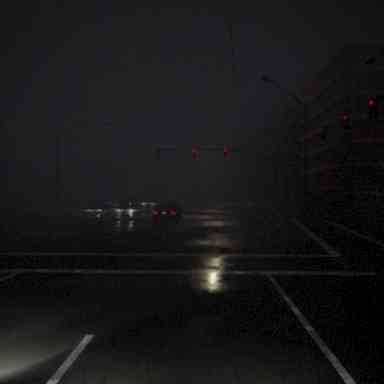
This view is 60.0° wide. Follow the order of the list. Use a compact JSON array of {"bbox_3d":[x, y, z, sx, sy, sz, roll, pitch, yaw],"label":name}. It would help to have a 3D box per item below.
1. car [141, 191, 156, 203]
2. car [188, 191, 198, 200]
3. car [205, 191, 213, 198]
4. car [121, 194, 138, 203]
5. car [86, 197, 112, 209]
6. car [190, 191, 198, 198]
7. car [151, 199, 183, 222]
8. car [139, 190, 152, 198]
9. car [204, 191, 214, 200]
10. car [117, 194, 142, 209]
[{"bbox_3d":[-7.438,1.074,58.559,1.812,1.442,4.674,0,1,3],"label":"car"},{"bbox_3d":[0.058,0.925,68.755,2.033,1.411,5.357,0,1,2],"label":"car"},{"bbox_3d":[4.001,0.633,79.019,1.837,1.490,4.892,0,1,2],"label":"car"},{"bbox_3d":[-10.944,1.147,58.437,1.895,1.301,4.718,0,1,3],"label":"car"},{"bbox_3d":[-11.684,1.361,42.095,2.033,1.411,5.357,0,1,3],"label":"car"},{"bbox_3d":[0.505,0.603,79.169,1.882,1.535,5.008,0,1,2],"label":"car"},{"bbox_3d":[-1.783,1.507,25.578,2.033,1.411,5.357,0,0,4],"label":"car"},{"bbox_3d":[-10.235,0.371,73.788,1.882,1.535,5.008,0,1,2],"label":"car"},{"bbox_3d":[3.571,0.730,68.982,2.097,1.767,4.553,0,1,2],"label":"car"},{"bbox_3d":[-8.155,1.315,42.632,1.837,1.490,4.892,0,1,3],"label":"car"}]
